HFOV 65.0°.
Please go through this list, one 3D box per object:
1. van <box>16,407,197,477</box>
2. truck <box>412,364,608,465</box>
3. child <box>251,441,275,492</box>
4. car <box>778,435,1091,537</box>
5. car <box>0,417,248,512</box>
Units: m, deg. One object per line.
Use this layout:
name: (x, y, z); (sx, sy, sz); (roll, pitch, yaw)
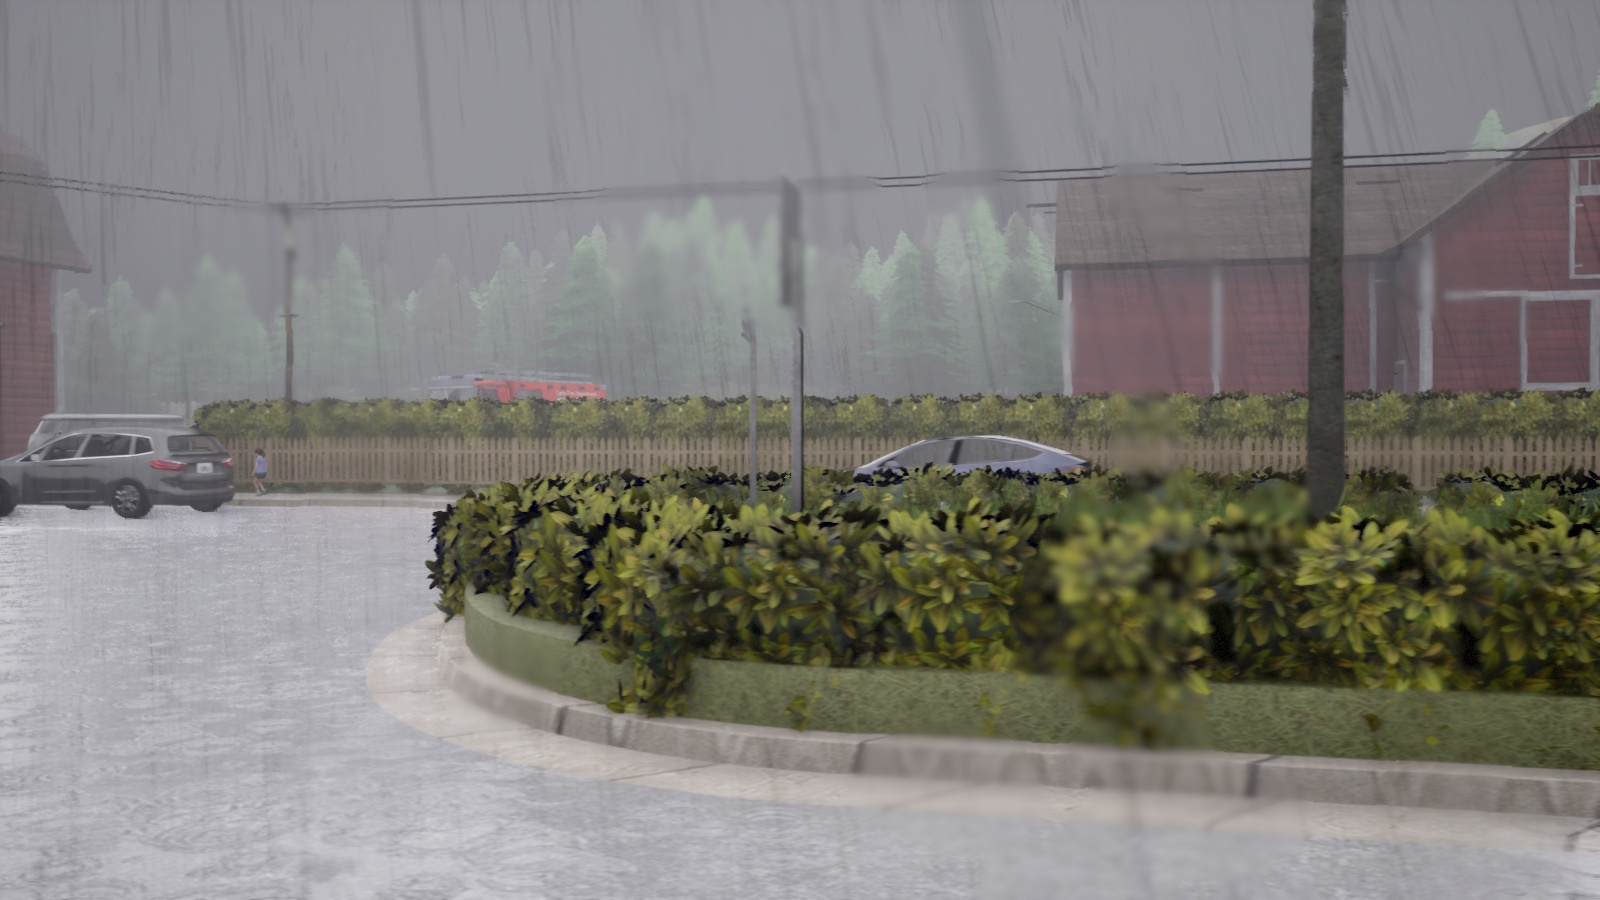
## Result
van: (-20.886, -0.267, 37.979); (1.775, 1.987, 4.442); (1, 1, 37)
truck: (-11.762, -1.425, 51.927); (2.891, 3.827, 8.468); (1, 1, 29)
child: (-11.666, 0.358, 27.292); (0.394, 1.110, 0.255); (1, 1, 16)
car: (2.227, 0.512, 20.247); (4.792, 1.488, 2.163); (1, 1, 13)
car: (-13.187, 0.215, 23.755); (4.611, 1.667, 2.242); (1, 1, 14)
